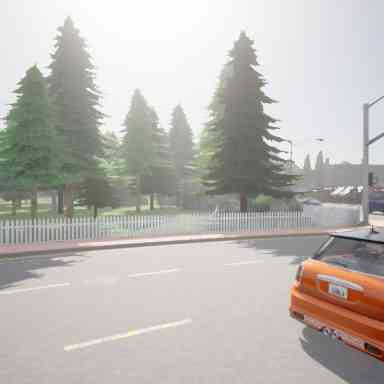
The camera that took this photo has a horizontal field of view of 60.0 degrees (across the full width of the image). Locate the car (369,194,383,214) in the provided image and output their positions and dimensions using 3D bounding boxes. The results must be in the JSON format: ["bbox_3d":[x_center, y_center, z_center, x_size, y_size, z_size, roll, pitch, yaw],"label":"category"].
[{"bbox_3d":[19.312,1.275,32.713,2.150,2.045,5.566,0,0,-8],"label":"car"}]

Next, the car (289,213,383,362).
[{"bbox_3d":[3.877,1.352,5.417,4.553,1.767,2.097,0,0,-26],"label":"car"}]

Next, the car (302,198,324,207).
[{"bbox_3d":[17.219,1.581,48.227,1.812,1.442,4.674,0,0,-8],"label":"car"}]
